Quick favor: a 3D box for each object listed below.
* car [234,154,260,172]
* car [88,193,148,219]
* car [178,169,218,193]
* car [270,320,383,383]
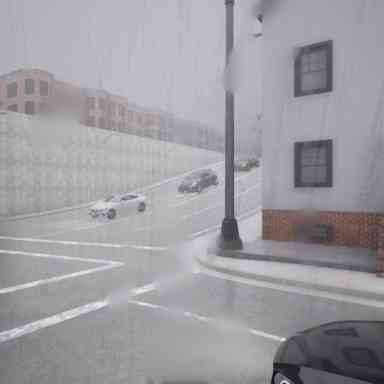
[{"bbox_3d":[6.242,-3.501,39.339,2.097,1.767,4.553,0,14,35],"label":"car"},{"bbox_3d":[-5.057,0.864,23.298,1.812,1.442,4.674,0,7,35],"label":"car"},{"bbox_3d":[0.565,-1.125,31.326,2.097,1.767,4.553,0,13,34],"label":"car"},{"bbox_3d":[2.789,1.526,1.981,4.674,1.442,1.812,0,0,36],"label":"car"}]
